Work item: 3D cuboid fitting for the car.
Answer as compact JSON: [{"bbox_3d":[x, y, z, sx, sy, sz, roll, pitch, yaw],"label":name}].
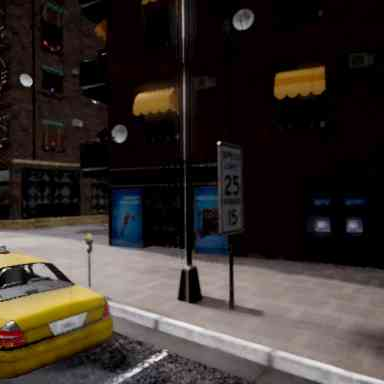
[{"bbox_3d":[-3.338,1.552,5.360,4.829,1.417,1.752,0,-1,36],"label":"car"}]
